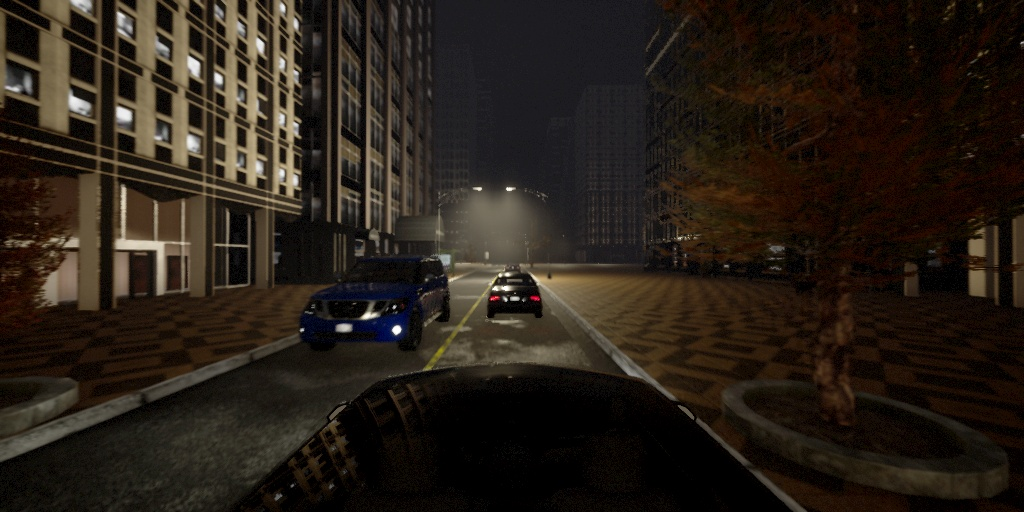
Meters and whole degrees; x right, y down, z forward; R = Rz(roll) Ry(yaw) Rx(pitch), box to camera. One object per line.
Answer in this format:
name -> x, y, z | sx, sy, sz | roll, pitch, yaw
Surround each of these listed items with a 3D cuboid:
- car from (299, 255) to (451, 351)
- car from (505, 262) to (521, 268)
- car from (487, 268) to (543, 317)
car -> -3.064, 0.995, 9.411 | 2.150, 2.045, 5.566 | 0, 0, 1
car -> 0.092, 1.419, 43.986 | 2.033, 1.411, 5.357 | 0, 0, 0
car -> 0.090, 1.332, 13.255 | 2.033, 1.411, 5.357 | 0, 0, 0
